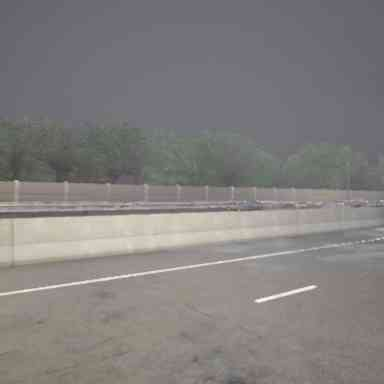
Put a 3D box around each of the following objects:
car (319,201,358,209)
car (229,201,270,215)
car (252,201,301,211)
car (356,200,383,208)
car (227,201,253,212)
[{"bbox_3d":[12.731,1.826,30.286,4.674,1.442,1.812,1,0,-36],"label":"car"},{"bbox_3d":[6.816,1.806,38.964,4.892,1.490,1.837,1,0,-36],"label":"car"},{"bbox_3d":[8.321,1.773,31.434,4.892,1.490,1.837,1,0,-36],"label":"car"},{"bbox_3d":[26.645,2.049,48.826,4.892,1.490,1.837,2,-1,-35],"label":"car"},{"bbox_3d":[5.848,1.863,33.968,4.718,1.301,1.895,1,0,-36],"label":"car"}]
